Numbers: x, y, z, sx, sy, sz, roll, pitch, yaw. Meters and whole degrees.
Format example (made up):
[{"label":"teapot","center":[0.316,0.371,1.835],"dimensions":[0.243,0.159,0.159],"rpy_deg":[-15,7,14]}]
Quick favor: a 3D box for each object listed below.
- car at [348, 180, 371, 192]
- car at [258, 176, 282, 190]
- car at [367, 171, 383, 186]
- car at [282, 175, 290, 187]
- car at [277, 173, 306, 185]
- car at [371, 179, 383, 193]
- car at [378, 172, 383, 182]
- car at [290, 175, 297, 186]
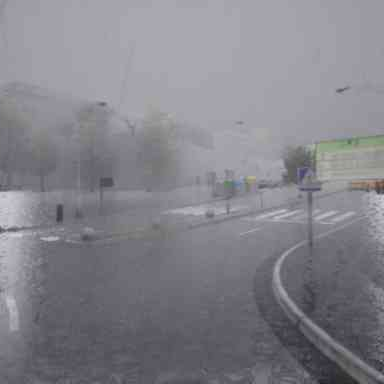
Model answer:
[{"label":"car","center":[18.172,-0.892,35.609],"dimensions":[1.882,1.535,5.008],"rpy_deg":[-1,4,39]},{"label":"car","center":[9.892,-1.058,47.487],"dimensions":[4.792,1.488,2.163],"rpy_deg":[-3,3,19]},{"label":"car","center":[24.610,-1.849,43.774],"dimensions":[2.097,1.767,4.553],"rpy_deg":[-1,4,37]},{"label":"car","center":[11.743,-1.330,49.790],"dimensions":[4.892,1.521,2.231],"rpy_deg":[-3,3,18]},{"label":"car","center":[17.016,-2.167,56.852],"dimensions":[4.553,1.767,2.185],"rpy_deg":[-3,3,17]},{"label":"car","center":[19.841,-1.093,32.916],"dimensions":[2.150,2.045,5.566],"rpy_deg":[-1,4,40]},{"label":"car","center":[30.225,-2.387,51.303],"dimensions":[2.033,1.411,5.357],"rpy_deg":[-1,4,35]},{"label":"car","center":[13.534,-1.530,52.136],"dimensions":[4.674,1.452,2.002],"rpy_deg":[-3,3,18]}]
